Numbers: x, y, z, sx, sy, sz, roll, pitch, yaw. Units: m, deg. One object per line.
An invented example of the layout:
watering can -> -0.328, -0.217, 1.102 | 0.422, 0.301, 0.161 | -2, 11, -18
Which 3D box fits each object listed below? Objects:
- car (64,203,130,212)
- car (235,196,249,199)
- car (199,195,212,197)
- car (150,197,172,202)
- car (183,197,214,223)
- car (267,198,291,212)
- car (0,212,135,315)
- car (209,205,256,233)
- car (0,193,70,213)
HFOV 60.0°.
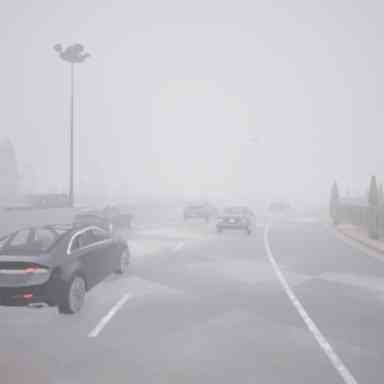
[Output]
car -> -4.670, 1.435, 18.289 | 1.837, 1.490, 4.892 | 0, 0, 12
car -> 9.419, 1.551, 62.699 | 1.837, 1.490, 4.892 | 0, 0, 40
car -> 2.143, 1.320, 59.090 | 2.097, 1.767, 4.553 | 0, 0, 36
car -> -5.053, 1.510, 54.517 | 1.994, 1.385, 4.181 | 0, 0, 32
car -> 0.797, 1.423, 25.260 | 2.128, 1.511, 4.902 | 0, 0, 17
car -> 10.212, 1.466, 38.717 | 1.812, 1.442, 4.674 | 0, 0, 28
car -> -2.847, 1.453, 7.530 | 2.128, 1.511, 4.902 | 0, 0, 5
car -> 2.627, 1.492, 19.184 | 2.033, 1.411, 5.357 | 0, 0, 14
car -> -10.856, 1.130, 23.476 | 2.150, 2.045, 5.566 | 0, 0, 15
